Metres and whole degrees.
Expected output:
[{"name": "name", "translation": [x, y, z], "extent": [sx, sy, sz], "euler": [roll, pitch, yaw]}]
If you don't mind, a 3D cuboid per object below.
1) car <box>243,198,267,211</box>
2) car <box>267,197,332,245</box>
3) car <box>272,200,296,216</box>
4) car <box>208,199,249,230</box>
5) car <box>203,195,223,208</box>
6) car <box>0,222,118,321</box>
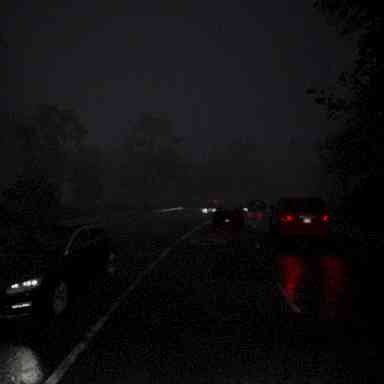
[{"name": "car", "translation": [8.068, 1.510, 40.394], "extent": [2.128, 1.511, 4.902], "euler": [0, 0, 21]}, {"name": "car", "translation": [5.013, 1.235, 15.920], "extent": [2.150, 2.045, 5.566], "euler": [0, 0, 9]}, {"name": "car", "translation": [9.732, 1.577, 34.973], "extent": [2.033, 1.411, 5.357], "euler": [0, 0, 19]}, {"name": "car", "translation": [2.505, 1.481, 21.538], "extent": [1.882, 1.535, 5.008], "euler": [0, 0, 11]}, {"name": "car", "translation": [3.147, 1.341, 47.263], "extent": [2.097, 1.767, 4.553], "euler": [0, 0, 24]}, {"name": "car", "translation": [-3.150, 1.481, 7.552], "extent": [2.128, 1.511, 4.902], "euler": [0, 0, 5]}]
